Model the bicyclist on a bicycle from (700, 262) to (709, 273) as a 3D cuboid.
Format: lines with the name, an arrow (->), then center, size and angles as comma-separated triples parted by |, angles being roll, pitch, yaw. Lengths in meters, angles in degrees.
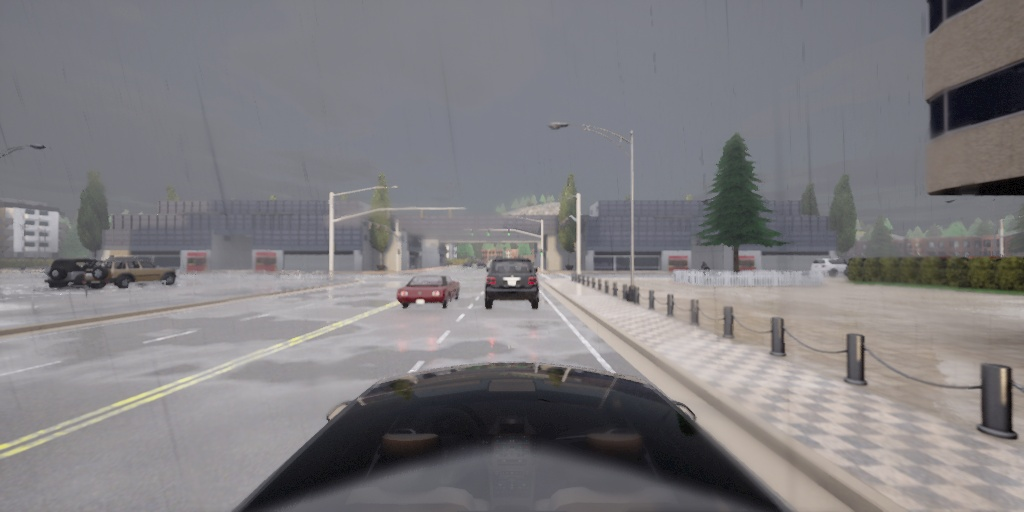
bicyclist on a bicycle -> 18.154, 1.352, 33.771 | 0.582, 1.620, 1.656 | 0, -1, 0

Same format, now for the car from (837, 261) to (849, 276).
car -> 37.792, 1.580, 37.597 | 4.902, 1.511, 2.128 | 0, -1, 0

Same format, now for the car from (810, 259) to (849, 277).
car -> 37.520, 1.337, 41.104 | 5.566, 2.045, 2.150 | 0, -1, 0

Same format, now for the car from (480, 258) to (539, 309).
car -> -0.004, 1.100, 15.868 | 2.150, 2.045, 5.566 | 0, 0, 0

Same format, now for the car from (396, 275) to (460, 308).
car -> -3.503, 1.485, 15.956 | 1.895, 1.301, 4.718 | 0, -1, 0
